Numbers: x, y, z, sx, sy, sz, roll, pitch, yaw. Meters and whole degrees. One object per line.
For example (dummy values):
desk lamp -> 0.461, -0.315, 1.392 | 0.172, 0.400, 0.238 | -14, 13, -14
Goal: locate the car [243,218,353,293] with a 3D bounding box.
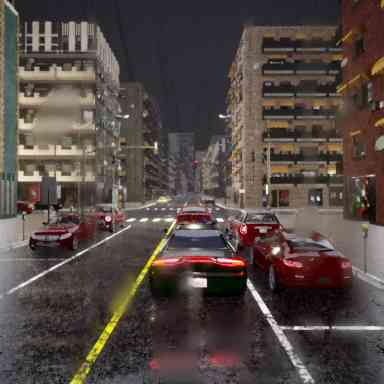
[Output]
car -> 2.600, 1.584, 8.592 | 1.802, 1.307, 4.206 | 1, 0, 0

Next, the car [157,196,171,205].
car -> -5.121, 1.536, 57.736 | 1.752, 1.417, 4.829 | 1, 0, 0

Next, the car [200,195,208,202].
car -> 2.833, 1.557, 80.594 | 1.887, 1.381, 4.507 | 1, 0, 0

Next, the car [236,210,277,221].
car -> 2.620, 1.444, 14.141 | 1.967, 1.590, 4.097 | 1, 0, 0

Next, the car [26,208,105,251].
car -> -5.267, 1.585, 14.144 | 1.802, 1.307, 4.206 | 1, 0, 0

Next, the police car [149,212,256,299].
police car -> 0.124, 1.507, 8.575 | 2.038, 1.542, 4.974 | 0, 0, 0

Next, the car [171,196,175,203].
car -> -5.084, 1.537, 69.078 | 1.752, 1.417, 4.829 | 1, 0, 0

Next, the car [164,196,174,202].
car -> -5.066, 1.578, 74.919 | 1.947, 1.339, 4.313 | 1, 0, 0

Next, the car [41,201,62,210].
car -> -17.499, 1.591, 39.120 | 4.313, 1.339, 1.947 | 0, -1, 0

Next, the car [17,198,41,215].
car -> -17.462, 1.241, 31.244 | 5.009, 1.841, 2.192 | 0, -1, 0

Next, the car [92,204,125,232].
car -> -5.251, 1.445, 19.693 | 1.967, 1.590, 4.097 | 1, 0, 0

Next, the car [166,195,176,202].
car -> -5.047, 1.557, 80.590 | 1.887, 1.381, 4.507 | 1, 0, 0

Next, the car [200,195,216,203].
car -> 2.742, 1.560, 52.240 | 2.008, 1.369, 4.403 | 1, 0, 0

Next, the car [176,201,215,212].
car -> 0.125, 1.482, 19.036 | 1.882, 1.535, 5.008 | 0, 0, 0

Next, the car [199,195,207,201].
car -> 2.852, 1.564, 86.265 | 2.008, 1.369, 4.403 | 1, 0, 0
